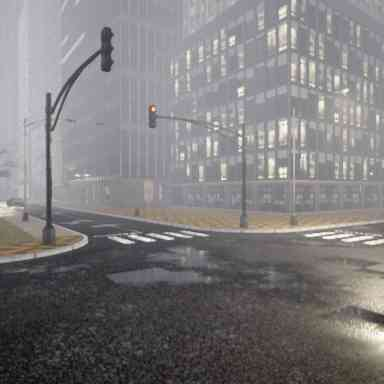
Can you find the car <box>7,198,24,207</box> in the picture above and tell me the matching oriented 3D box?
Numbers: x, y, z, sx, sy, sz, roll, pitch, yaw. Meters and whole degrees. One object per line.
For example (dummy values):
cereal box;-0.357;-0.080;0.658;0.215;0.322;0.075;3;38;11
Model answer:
car;-26.818;1.545;50.548;2.033;1.411;5.357;0;0;-35
